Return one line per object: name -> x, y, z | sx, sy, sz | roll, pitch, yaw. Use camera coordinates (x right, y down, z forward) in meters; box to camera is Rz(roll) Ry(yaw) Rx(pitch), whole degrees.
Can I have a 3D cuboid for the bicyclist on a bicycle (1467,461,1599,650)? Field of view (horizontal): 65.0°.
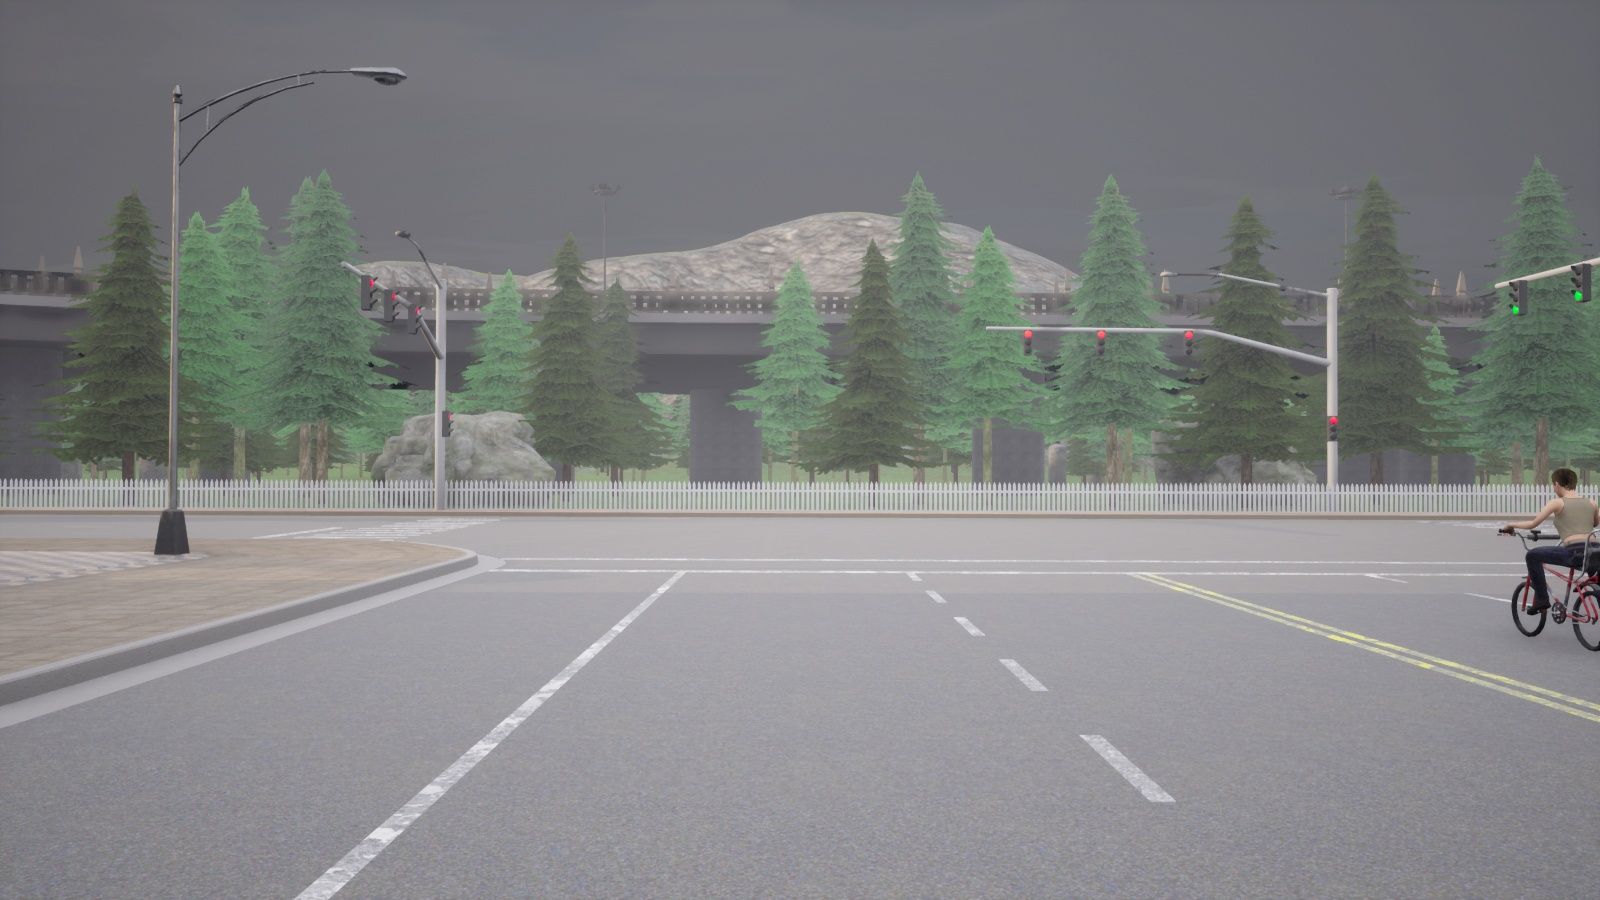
bicyclist on a bicycle -> 6.975, 0.916, 11.527 | 0.866, 1.612, 1.509 | 0, -1, 0
